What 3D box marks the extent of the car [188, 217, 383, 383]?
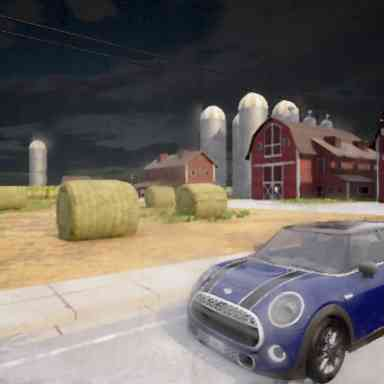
[{"bbox_3d":[2.144,1.315,5.497,4.553,1.767,2.097,-1,0,-35],"label":"car"}]
